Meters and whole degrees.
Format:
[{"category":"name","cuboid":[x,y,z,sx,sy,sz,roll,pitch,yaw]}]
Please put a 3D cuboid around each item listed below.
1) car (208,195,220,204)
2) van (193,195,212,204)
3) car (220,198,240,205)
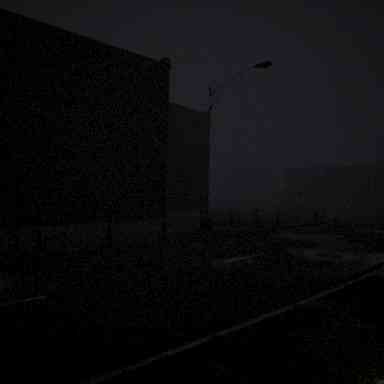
[{"category":"car","cuboid":[4.774,1.819,75.555,2.185,1.767,4.553,1,-1,40]},{"category":"van","cuboid":[2.464,1.659,77.323,1.878,1.987,4.442,2,-1,40]},{"category":"car","cuboid":[8.875,2.067,71.994,2.163,1.488,4.792,1,-1,40]}]
